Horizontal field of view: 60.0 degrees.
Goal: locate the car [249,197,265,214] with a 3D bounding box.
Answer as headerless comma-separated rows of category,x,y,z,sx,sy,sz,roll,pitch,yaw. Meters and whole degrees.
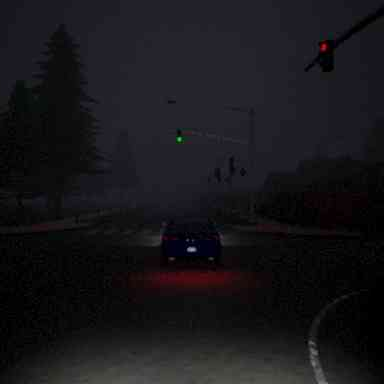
car,8.857,1.410,35.494,4.605,1.855,1.932,0,0,-1

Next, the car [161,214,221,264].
car,-0.072,1.551,12.235,1.882,1.535,5.008,0,0,-1
